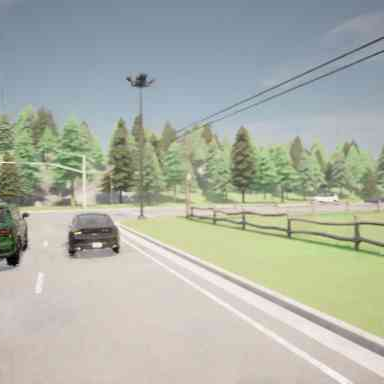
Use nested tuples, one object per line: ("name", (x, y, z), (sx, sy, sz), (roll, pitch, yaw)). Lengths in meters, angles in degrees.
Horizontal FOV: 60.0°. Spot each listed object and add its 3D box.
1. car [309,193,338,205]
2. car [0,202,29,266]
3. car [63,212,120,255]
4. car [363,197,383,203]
("car", (23.755, 1.282, 59.984), (5.566, 2.045, 2.150), (-1, 0, -22))
("car", (-7.143, 1.350, 11.740), (2.150, 2.045, 5.566), (0, 0, -22))
("car", (-4.263, 1.615, 13.963), (1.837, 1.490, 4.892), (0, 0, -22))
("car", (33.434, 1.517, 60.081), (5.357, 1.411, 2.033), (0, 0, -22))
